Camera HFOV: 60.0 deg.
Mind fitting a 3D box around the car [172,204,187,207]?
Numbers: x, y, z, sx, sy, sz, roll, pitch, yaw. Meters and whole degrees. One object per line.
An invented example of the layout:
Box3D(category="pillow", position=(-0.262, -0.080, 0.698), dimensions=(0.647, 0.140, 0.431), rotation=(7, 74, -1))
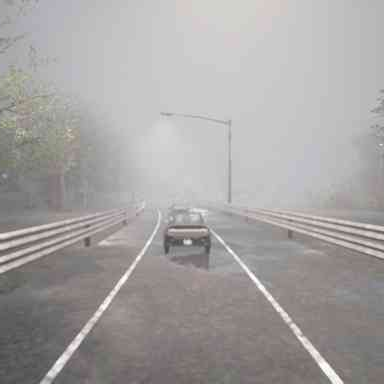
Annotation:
Box3D(category="car", position=(-1.107, 1.789, 29.523), dimensions=(1.812, 1.442, 4.674), rotation=(0, 0, -4))

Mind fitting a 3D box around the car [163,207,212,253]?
Box3D(category="car", position=(-0.235, 1.625, 14.403), dimensions=(2.128, 1.511, 4.902), rotation=(0, 0, -2))
